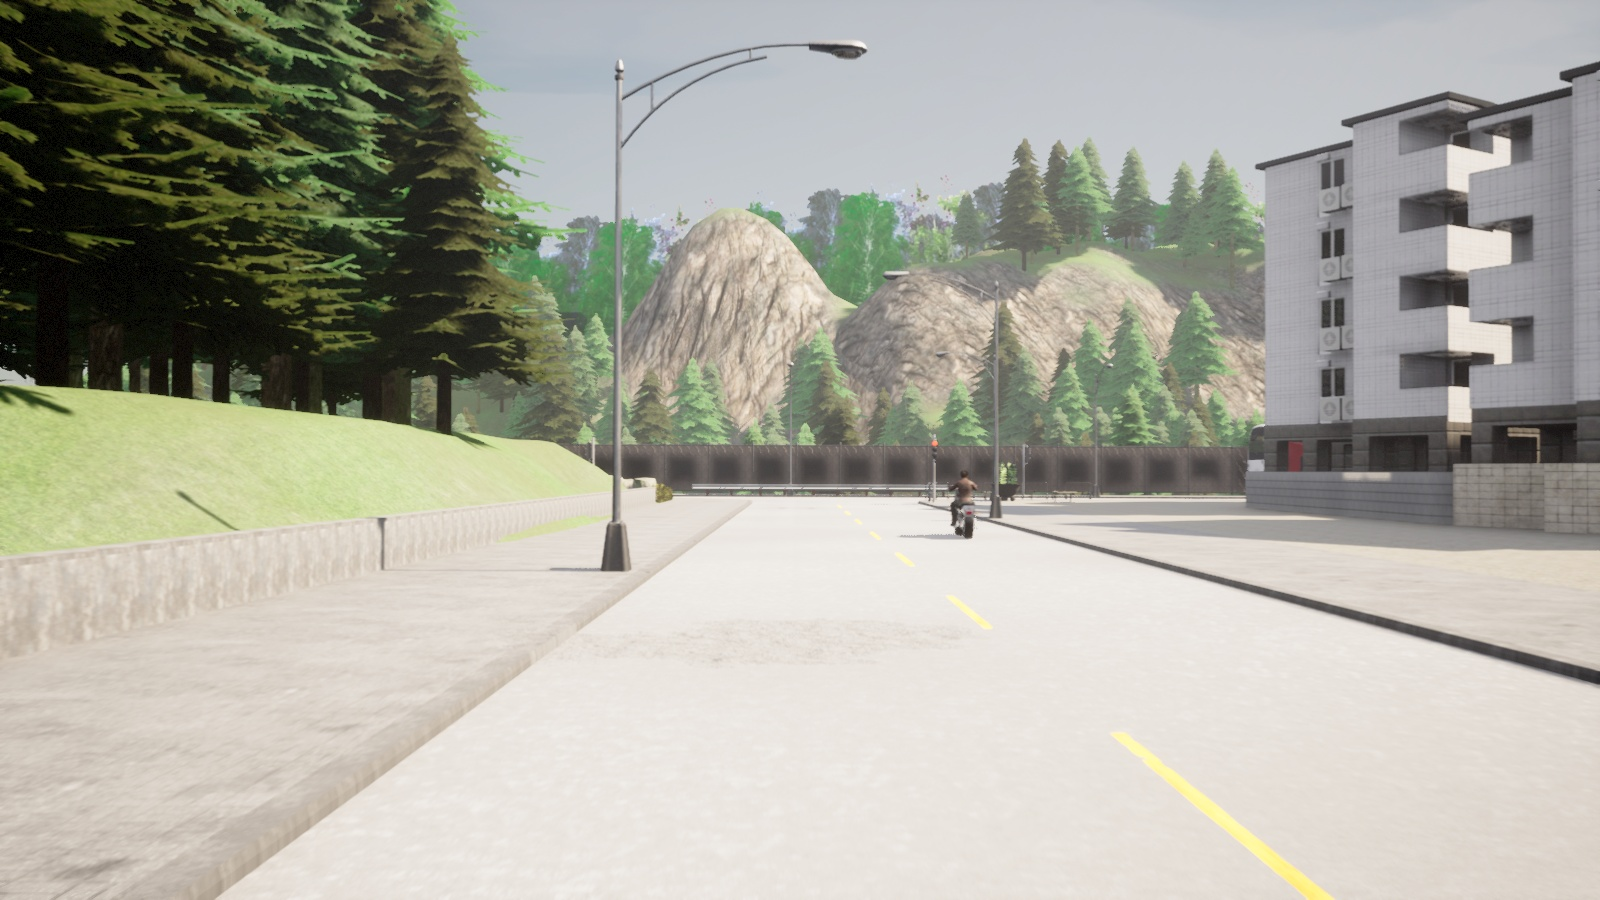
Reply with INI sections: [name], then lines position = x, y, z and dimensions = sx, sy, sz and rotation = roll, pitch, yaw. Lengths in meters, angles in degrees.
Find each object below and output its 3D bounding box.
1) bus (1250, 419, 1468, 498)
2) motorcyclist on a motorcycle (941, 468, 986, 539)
[bus]
position = 30.884, 0.482, 69.751
dimensions = 10.273, 4.253, 3.944
rotation = 0, -1, 0
[motorcyclist on a motorcycle]
position = 3.933, 1.258, 30.383
dimensions = 0.766, 1.649, 2.350
rotation = 0, -1, 0
